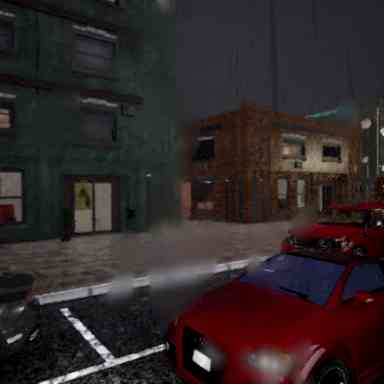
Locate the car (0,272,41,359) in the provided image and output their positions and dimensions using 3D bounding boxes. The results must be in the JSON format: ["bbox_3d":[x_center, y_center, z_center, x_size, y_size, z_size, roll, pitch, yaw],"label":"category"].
[{"bbox_3d":[-4.075,1.555,3.655,4.403,1.369,2.008,0,0,-36],"label":"car"}]

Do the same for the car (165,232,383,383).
[{"bbox_3d":[1.724,1.550,4.610,4.181,1.385,1.994,0,0,-36],"label":"car"}]

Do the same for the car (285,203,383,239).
[{"bbox_3d":[4.955,1.281,10.103,5.009,1.841,2.192,0,0,-36],"label":"car"}]
